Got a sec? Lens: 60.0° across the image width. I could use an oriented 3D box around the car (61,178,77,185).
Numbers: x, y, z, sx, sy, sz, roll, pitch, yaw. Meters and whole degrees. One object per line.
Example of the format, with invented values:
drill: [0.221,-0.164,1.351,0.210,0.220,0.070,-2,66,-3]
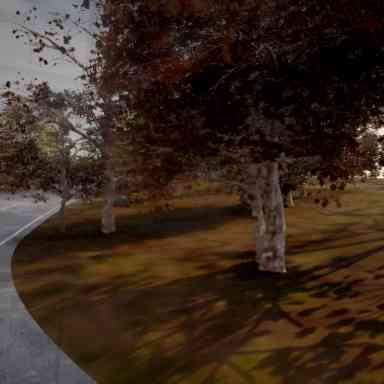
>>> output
car: [-19.132,-1.552,52.211,2.033,1.411,5.357,0,4,-6]
